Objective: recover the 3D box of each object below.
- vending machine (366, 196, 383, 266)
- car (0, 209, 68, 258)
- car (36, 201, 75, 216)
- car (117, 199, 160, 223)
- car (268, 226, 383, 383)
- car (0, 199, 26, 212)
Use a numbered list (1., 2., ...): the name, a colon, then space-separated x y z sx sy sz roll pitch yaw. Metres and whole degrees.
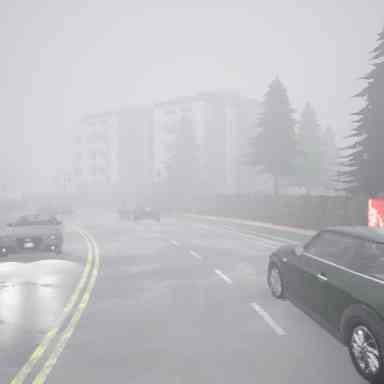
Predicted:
1. vending machine: 6.265 1.195 10.471 1.100 2.100 0.880 0 0 -12
2. car: -5.996 1.564 12.818 1.994 1.385 4.181 0 0 -19
3. car: -12.905 1.547 31.336 2.033 1.411 5.357 0 0 -44
4. car: -4.200 1.352 25.557 2.097 1.767 4.553 0 0 -31
5. car: 2.903 1.351 5.633 2.097 1.767 4.553 0 0 -6
6. car: -21.085 1.492 38.202 4.902 1.511 2.128 0 0 32
